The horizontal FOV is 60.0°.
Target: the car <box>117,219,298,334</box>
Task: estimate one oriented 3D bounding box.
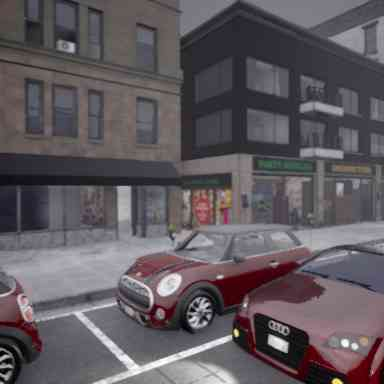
[{"bbox_3d":[0.594,1.406,6.619,4.097,1.590,1.967,-1,0,-36],"label":"car"}]

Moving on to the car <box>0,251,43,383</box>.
[{"bbox_3d":[-3.888,1.451,3.412,4.097,1.590,1.967,-1,0,-36],"label":"car"}]

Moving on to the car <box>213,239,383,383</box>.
[{"bbox_3d":[2.604,1.525,4.935,4.181,1.385,1.994,0,0,-35],"label":"car"}]
